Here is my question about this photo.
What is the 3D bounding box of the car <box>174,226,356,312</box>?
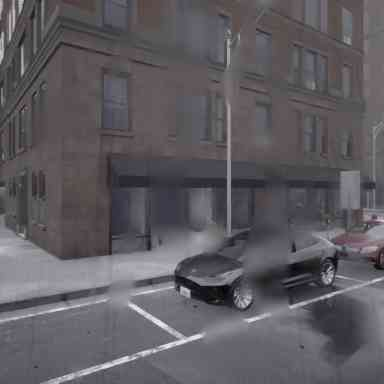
[{"bbox_3d":[1.644,1.566,7.709,4.313,1.339,1.947,0,0,-36],"label":"car"}]

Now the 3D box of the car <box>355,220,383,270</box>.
[{"bbox_3d":[6.122,1.582,10.905,4.206,1.307,1.802,0,0,-36],"label":"car"}]
